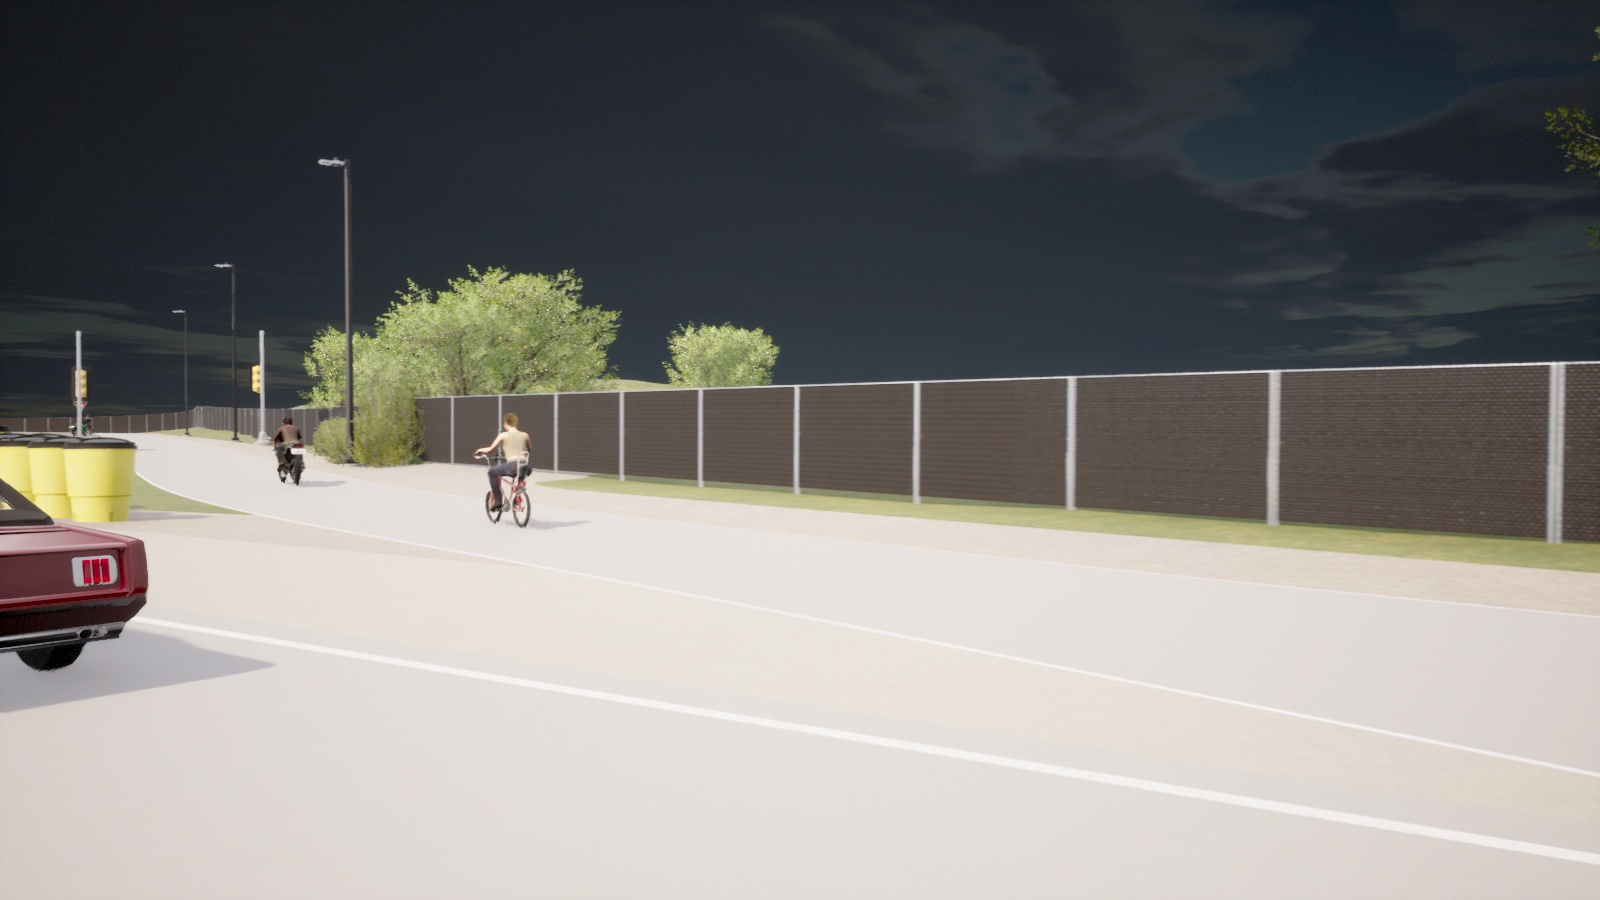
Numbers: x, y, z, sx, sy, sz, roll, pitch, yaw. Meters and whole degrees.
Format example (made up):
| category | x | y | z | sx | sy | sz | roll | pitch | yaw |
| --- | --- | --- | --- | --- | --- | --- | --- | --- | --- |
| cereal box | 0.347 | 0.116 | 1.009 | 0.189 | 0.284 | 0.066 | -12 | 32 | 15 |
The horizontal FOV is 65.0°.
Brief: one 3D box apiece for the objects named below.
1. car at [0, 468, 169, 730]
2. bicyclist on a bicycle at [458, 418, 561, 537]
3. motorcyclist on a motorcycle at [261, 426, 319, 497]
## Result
| category | x | y | z | sx | sy | sz | roll | pitch | yaw |
| --- | --- | --- | --- | --- | --- | --- | --- | --- | --- |
| car | -6.098 | 0.787 | 7.678 | 4.718 | 1.301 | 1.895 | 0 | 1 | 34 |
| bicyclist on a bicycle | -4.141 | 0.357 | 17.827 | 0.866 | 1.612 | 1.509 | -1 | 1 | -37 |
| motorcyclist on a motorcycle | -11.485 | 0.231 | 28.260 | 0.797 | 1.523 | 2.044 | -2 | 2 | -34 |
